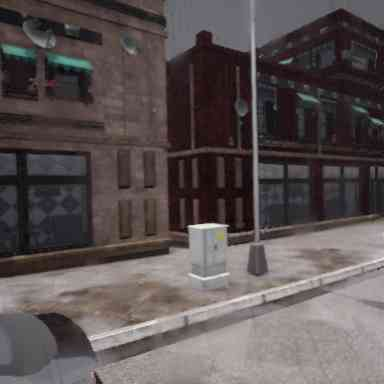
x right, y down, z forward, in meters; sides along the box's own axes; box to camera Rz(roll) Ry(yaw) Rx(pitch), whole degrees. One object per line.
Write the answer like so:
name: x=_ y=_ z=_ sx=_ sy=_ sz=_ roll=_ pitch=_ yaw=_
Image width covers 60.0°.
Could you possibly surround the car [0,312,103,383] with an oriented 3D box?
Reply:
car: x=-2.810 y=1.493 z=1.373 sx=4.902 sy=1.511 sz=2.128 roll=0 pitch=0 yaw=-36
